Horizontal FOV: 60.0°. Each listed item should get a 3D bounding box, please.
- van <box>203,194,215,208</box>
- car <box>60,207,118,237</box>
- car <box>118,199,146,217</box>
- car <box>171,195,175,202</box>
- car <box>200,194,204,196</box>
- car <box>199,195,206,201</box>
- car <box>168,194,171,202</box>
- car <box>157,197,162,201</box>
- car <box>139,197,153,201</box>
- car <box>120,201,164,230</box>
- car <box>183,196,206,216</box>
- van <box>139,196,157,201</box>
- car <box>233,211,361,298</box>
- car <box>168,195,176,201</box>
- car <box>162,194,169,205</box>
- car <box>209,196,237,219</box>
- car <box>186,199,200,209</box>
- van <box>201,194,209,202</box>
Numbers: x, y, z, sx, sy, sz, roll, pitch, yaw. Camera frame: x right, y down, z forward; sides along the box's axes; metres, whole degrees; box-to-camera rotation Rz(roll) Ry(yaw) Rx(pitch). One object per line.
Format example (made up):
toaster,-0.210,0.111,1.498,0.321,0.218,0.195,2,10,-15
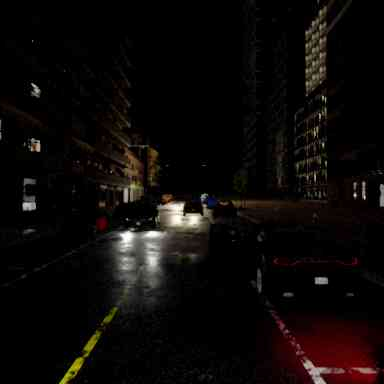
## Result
van,2.817,1.347,45.878,1.690,1.788,3.998,1,0,0
car,-5.635,1.545,18.050,1.887,1.381,4.507,1,0,0
car,-5.608,1.568,29.190,1.947,1.339,4.313,1,0,0
car,-5.495,1.328,73.747,2.192,1.841,5.009,1,0,0
car,2.855,1.535,62.755,1.752,1.417,4.829,1,0,0
car,2.923,1.546,90.604,1.752,1.417,4.829,1,0,0
car,-5.526,1.535,62.438,1.752,1.417,4.829,1,0,0
car,-5.566,1.531,45.729,1.752,1.417,4.829,1,0,0
car,-5.594,1.554,34.759,2.008,1.369,4.403,1,0,0
car,-3.048,1.527,21.276,1.812,1.442,4.674,0,0,0
car,0.141,1.480,32.761,1.882,1.535,5.008,0,0,1
van,-5.577,1.346,40.330,1.690,1.788,3.998,1,0,0
car,2.381,1.478,8.574,1.882,1.535,5.008,0,0,0
car,-5.457,1.565,90.456,1.887,1.381,4.507,1,0,0
car,-5.539,1.559,57.037,2.008,1.369,4.403,1,0,0
car,2.774,1.442,29.168,1.967,1.590,4.097,1,0,0
car,0.174,1.606,46.194,1.895,1.301,4.718,0,0,1
van,2.885,1.354,73.726,1.690,1.788,3.998,1,0,0
